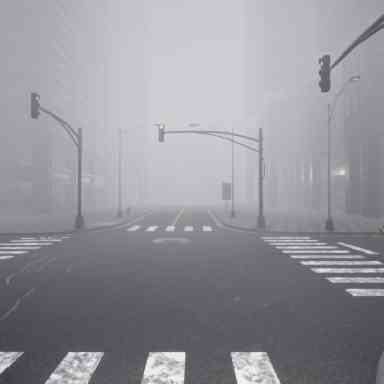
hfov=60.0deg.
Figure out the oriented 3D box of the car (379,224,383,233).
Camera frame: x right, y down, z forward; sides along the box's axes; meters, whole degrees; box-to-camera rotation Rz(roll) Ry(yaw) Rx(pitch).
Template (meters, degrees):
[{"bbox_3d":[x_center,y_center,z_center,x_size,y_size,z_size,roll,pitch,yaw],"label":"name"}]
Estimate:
[{"bbox_3d":[11.760,1.564,16.189,4.829,1.417,1.752,0,-1,0],"label":"car"}]
